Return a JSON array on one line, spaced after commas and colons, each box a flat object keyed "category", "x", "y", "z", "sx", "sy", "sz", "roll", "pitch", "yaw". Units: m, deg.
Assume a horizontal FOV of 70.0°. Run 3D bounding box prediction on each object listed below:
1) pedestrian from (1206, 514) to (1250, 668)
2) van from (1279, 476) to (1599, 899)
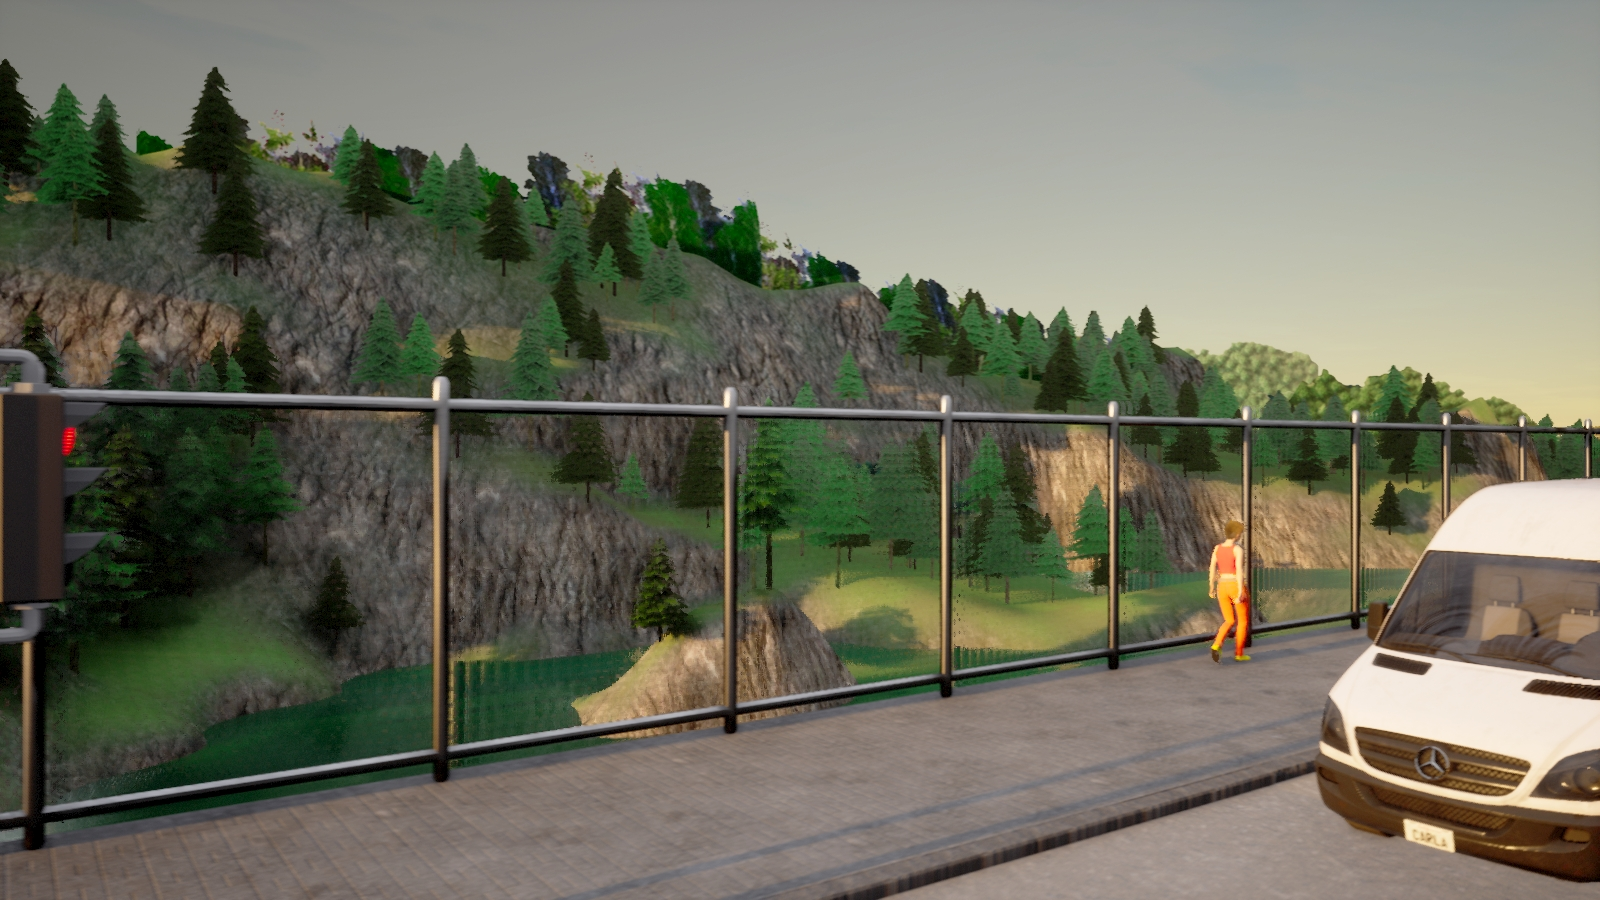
[{"category": "pedestrian", "x": 5.353, "y": 1.744, "z": 14.301, "sx": 0.375, "sy": 1.860, "sz": 0.375, "roll": 0, "pitch": 0, "yaw": -36}, {"category": "van", "x": 6.326, "y": 1.534, "z": 8.815, "sx": 5.915, "sy": 2.561, "sz": 1.988, "roll": 0, "pitch": 0, "yaw": -35}]
